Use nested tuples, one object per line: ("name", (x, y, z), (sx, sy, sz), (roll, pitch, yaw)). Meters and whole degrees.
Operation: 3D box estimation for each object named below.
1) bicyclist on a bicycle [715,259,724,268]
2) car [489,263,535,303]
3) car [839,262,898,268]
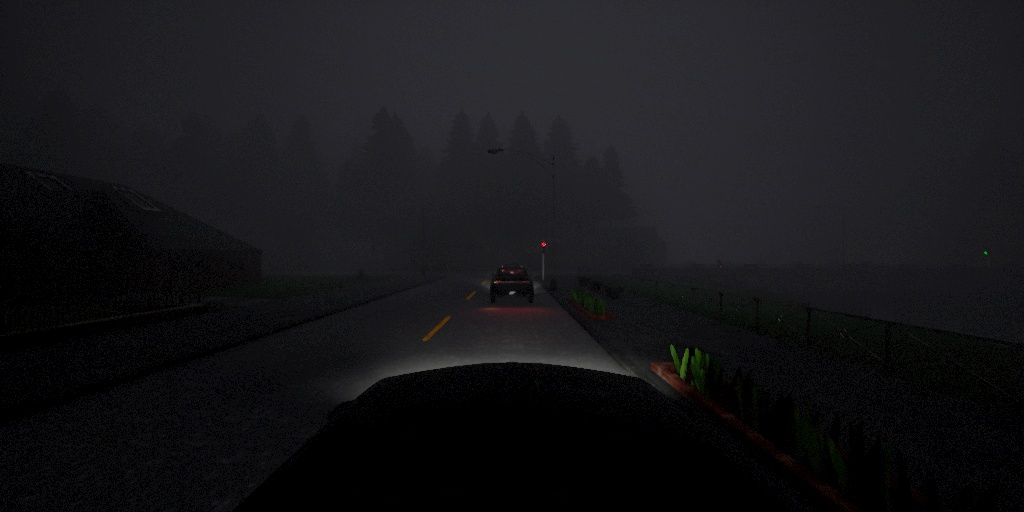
("bicyclist on a bicycle", (21.149, 1.097, 36.599), (0.582, 1.620, 1.656), (0, 0, 0))
("car", (0.000, 1.244, 16.500), (2.128, 1.511, 4.902), (0, 0, 0))
("car", (40.380, 1.366, 40.894), (4.718, 1.301, 1.895), (0, 0, 0))
